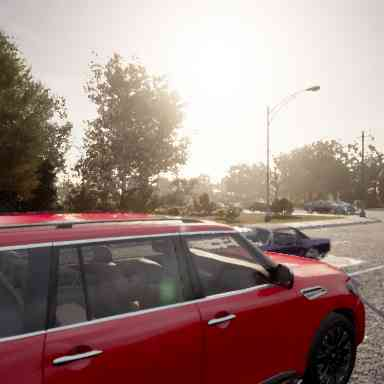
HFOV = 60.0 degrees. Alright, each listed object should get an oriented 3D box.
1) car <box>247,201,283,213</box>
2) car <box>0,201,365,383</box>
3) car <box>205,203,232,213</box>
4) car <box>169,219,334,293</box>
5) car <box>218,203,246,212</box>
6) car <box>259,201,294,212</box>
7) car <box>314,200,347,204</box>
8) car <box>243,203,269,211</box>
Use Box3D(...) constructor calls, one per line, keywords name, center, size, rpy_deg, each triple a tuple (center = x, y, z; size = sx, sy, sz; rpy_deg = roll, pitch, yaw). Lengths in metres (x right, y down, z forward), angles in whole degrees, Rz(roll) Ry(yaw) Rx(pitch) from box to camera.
Box3D(name="car", center=(9.663, 2.028, 44.415), size=(1.837, 1.490, 4.892), rpy_deg=(0, -3, -32))
Box3D(name="car", center=(-0.466, 1.222, 3.424), size=(5.566, 2.045, 2.150), rpy_deg=(0, 0, -37))
Box3D(name="car", center=(4.161, 2.542, 53.240), size=(1.837, 1.490, 4.892), rpy_deg=(0, -3, -32))
Box3D(name="car", center=(1.861, 1.607, 9.576), size=(4.718, 1.301, 1.895), rpy_deg=(0, 0, -35))
Box3D(name="car", center=(6.649, 2.600, 55.866), size=(1.837, 1.490, 4.892), rpy_deg=(0, -3, -32))
Box3D(name="car", center=(11.968, 2.093, 47.337), size=(1.837, 1.490, 4.892), rpy_deg=(0, -3, -32))
Box3D(name="car", center=(14.624, 1.708, 36.479), size=(2.128, 1.511, 4.902), rpy_deg=(0, -1, -32))
Box3D(name="car", center=(11.759, 2.816, 61.253), size=(1.895, 1.301, 4.718), rpy_deg=(0, -3, -32))
